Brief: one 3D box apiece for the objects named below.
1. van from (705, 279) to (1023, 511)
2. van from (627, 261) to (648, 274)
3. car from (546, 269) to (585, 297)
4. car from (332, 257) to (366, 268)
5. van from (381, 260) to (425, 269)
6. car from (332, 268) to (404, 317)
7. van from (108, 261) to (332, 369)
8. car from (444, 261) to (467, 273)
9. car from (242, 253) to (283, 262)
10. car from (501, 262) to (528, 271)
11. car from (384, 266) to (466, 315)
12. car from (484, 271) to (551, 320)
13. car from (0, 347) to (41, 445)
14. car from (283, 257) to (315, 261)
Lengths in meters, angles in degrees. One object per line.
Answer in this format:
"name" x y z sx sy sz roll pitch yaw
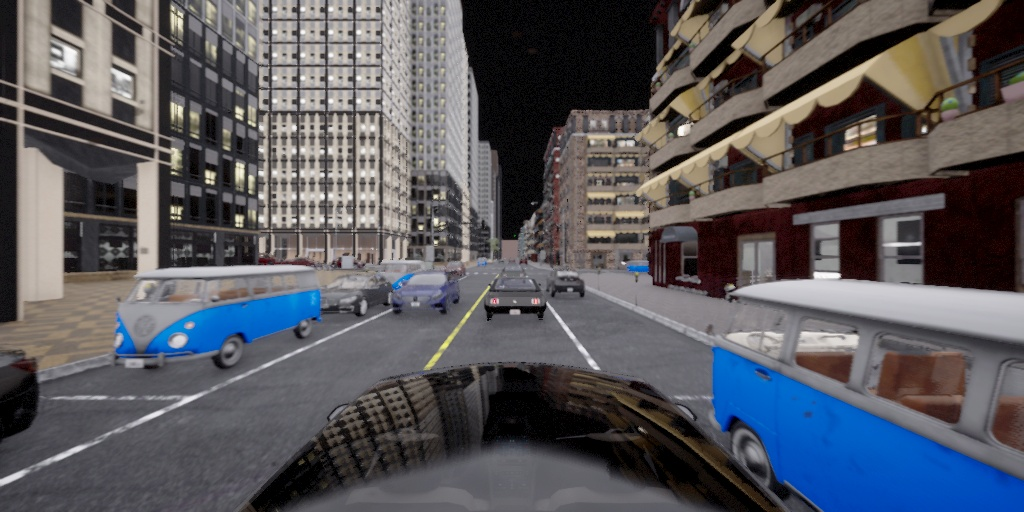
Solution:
"van" 2.691 1.091 1.854 1.690 1.789 3.998 0 0 0
"van" 16.913 1.523 46.461 3.998 1.789 1.690 0 0 0
"car" 2.691 1.325 18.799 2.007 1.370 4.403 0 0 0
"car" -21.147 0.889 46.514 4.097 1.591 1.967 0 0 0
"van" -5.689 1.115 18.800 1.690 1.789 3.998 0 0 0
"car" -5.690 1.316 13.151 2.007 1.370 4.403 0 0 0
"van" -5.690 1.099 7.503 1.690 1.789 3.998 0 0 0
"car" -5.690 1.242 35.746 1.967 1.591 4.097 0 0 0
"car" -32.295 0.549 46.489 5.009 1.841 2.192 0 0 0
"car" 0.099 1.389 27.548 1.895 1.301 4.718 0 0 0
"car" -3.100 1.292 13.821 1.812 1.442 4.674 0 0 0
"car" 0.098 1.366 12.733 1.895 1.301 4.718 0 0 0
"car" -5.690 1.316 1.854 1.948 1.339 4.313 0 0 0
"car" -26.721 0.924 46.501 4.207 1.307 1.802 0 0 0
